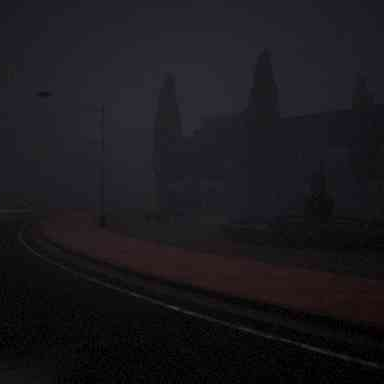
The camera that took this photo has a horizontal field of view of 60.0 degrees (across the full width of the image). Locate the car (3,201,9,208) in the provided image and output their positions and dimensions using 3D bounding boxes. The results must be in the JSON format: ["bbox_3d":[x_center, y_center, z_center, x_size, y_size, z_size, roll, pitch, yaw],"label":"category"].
[{"bbox_3d":[-24.007,1.467,46.327,2.128,1.511,4.902,0,0,14],"label":"car"}]

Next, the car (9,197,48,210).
[{"bbox_3d":[-21.033,1.456,43.702,1.882,1.535,5.008,0,0,12],"label":"car"}]
